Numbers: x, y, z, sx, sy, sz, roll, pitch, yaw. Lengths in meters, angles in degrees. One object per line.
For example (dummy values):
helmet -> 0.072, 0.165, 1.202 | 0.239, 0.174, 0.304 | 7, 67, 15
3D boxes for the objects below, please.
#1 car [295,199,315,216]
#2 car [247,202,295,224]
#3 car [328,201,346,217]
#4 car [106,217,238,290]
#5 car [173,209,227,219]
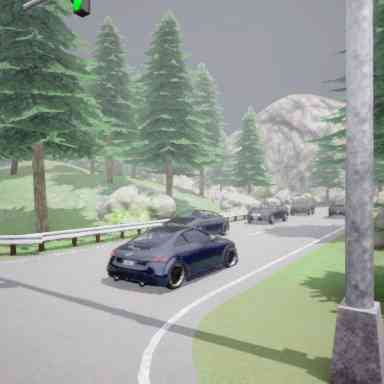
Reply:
car -> 11.212, 1.524, 33.548 | 1.837, 1.490, 4.892 | 0, 0, 27
car -> 5.741, 1.509, 24.918 | 2.128, 1.511, 4.902 | 0, 0, 34
car -> 13.808, 1.566, 30.625 | 2.128, 1.511, 4.902 | 0, -1, 31
car -> -0.346, 1.640, 9.374 | 1.994, 1.385, 4.181 | 0, -1, 34
car -> 0.205, 1.580, 16.657 | 1.994, 1.385, 4.181 | 0, 0, 34
